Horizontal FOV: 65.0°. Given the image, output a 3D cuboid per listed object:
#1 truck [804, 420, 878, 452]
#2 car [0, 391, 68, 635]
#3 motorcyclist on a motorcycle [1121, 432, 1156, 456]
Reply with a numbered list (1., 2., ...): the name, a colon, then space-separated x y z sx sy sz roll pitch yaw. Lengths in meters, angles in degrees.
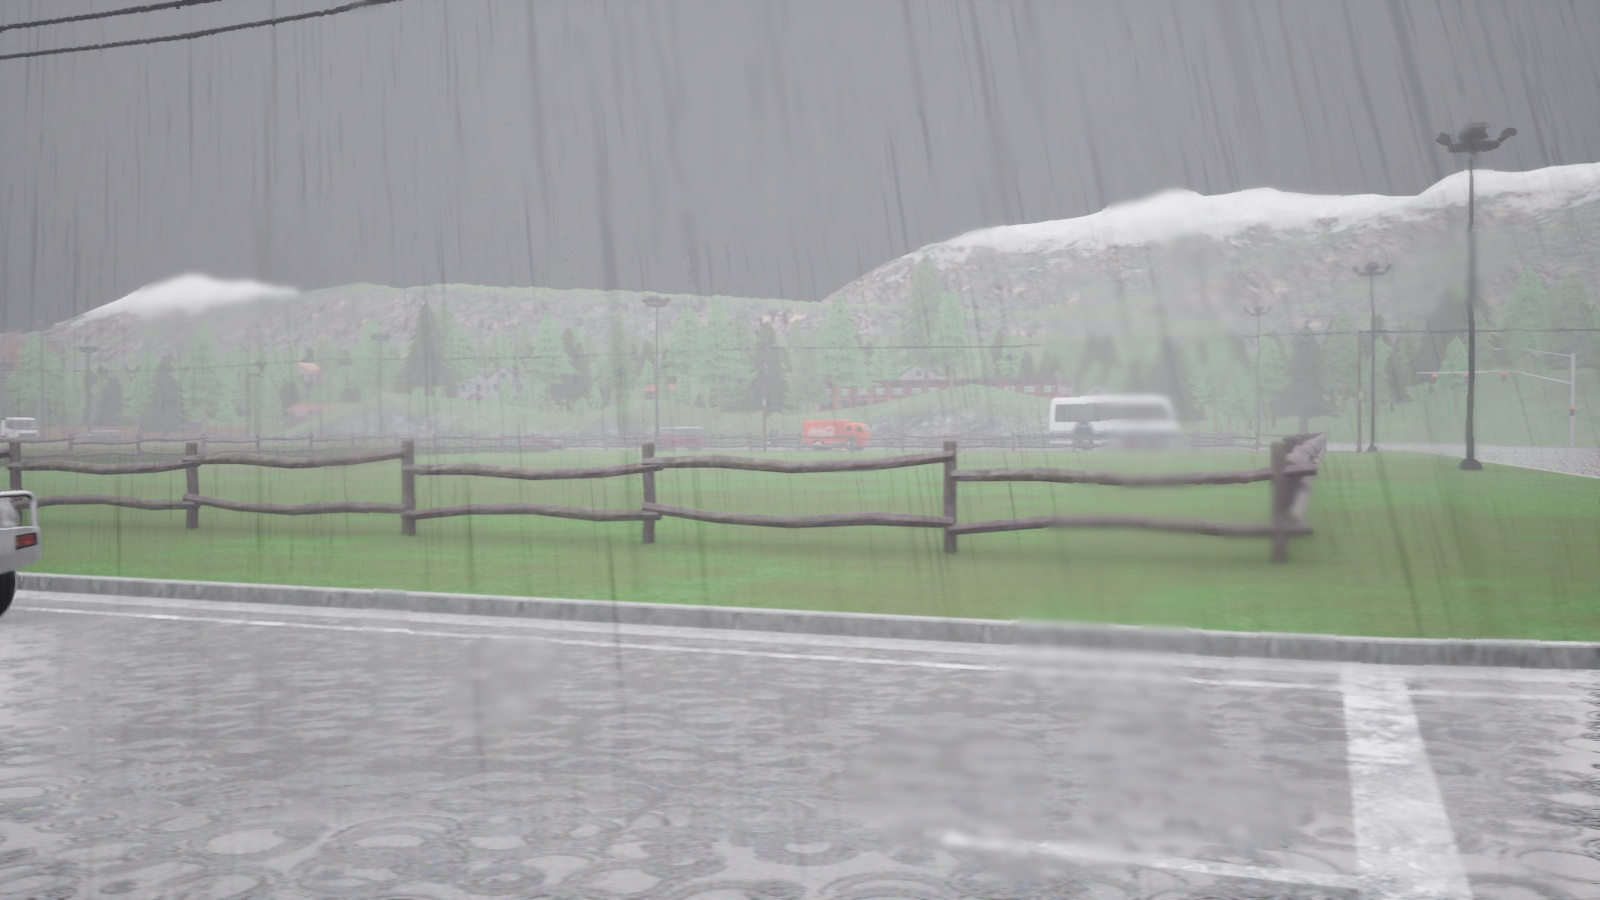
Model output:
1. truck: 3.176 -1.085 97.642 5.204 2.467 2.627 1 1 20
2. car: -8.379 0.462 9.983 4.605 1.855 1.932 1 1 20
3. motorcyclist on a motorcycle: 24.273 -0.447 90.005 2.350 1.649 0.766 1 1 20
